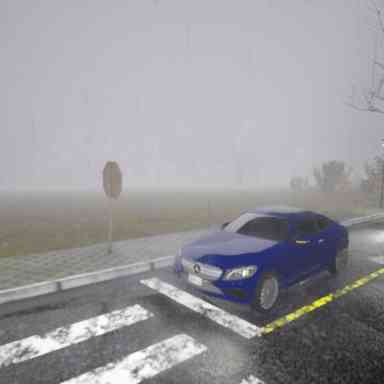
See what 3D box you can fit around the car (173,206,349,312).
[{"bbox_3d":[1.725,1.073,6.981,4.674,1.442,1.812,-3,7,-44],"label":"car"}]
